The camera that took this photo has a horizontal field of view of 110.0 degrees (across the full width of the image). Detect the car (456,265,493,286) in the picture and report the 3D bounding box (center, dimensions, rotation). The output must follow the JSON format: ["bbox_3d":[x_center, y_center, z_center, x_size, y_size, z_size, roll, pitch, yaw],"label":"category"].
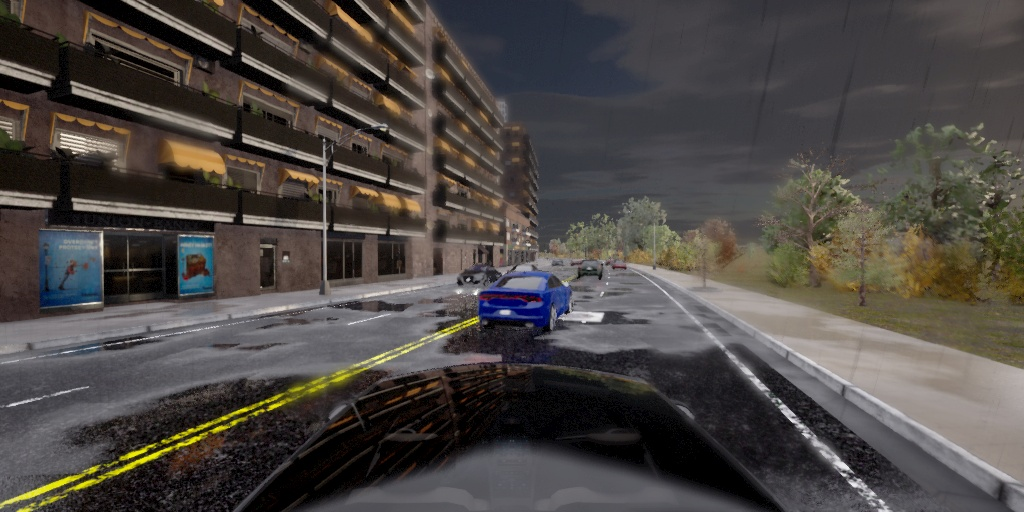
[{"bbox_3d":[-2.176,1.307,24.454,1.994,1.385,4.181,0,0,17],"label":"car"}]

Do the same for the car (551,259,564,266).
[{"bbox_3d":[8.138,1.270,63.949,1.994,1.385,4.181,0,0,13],"label":"car"}]

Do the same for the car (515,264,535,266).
[{"bbox_3d":[0.778,1.268,22.992,1.812,1.442,4.674,0,0,17],"label":"car"}]

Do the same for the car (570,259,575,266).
[{"bbox_3d":[11.379,1.181,63.534,1.882,1.535,5.008,0,0,13],"label":"car"}]

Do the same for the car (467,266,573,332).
[{"bbox_3d":[0.617,1.225,11.061,1.882,1.535,5.008,0,0,18],"label":"car"}]

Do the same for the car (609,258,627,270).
[{"bbox_3d":[15.913,1.274,53.371,1.994,1.385,4.181,0,0,13],"label":"car"}]

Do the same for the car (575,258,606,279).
[{"bbox_3d":[7.194,1.085,32.601,2.097,1.767,4.553,0,0,16],"label":"car"}]
